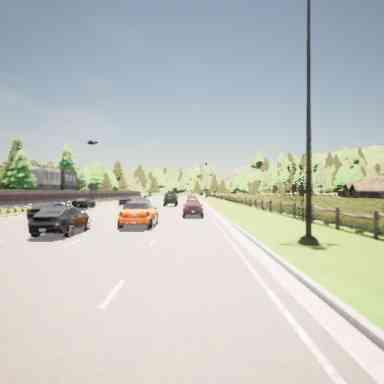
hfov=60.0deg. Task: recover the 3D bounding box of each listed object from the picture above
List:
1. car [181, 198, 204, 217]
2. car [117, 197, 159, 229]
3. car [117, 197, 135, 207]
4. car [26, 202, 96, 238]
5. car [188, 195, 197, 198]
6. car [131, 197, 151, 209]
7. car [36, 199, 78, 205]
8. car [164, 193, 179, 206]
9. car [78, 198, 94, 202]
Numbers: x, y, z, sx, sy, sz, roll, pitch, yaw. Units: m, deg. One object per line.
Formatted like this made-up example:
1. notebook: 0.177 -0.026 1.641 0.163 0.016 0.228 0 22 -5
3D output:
1. car: 0.093 1.536 31.254 1.812 1.442 4.674 0 0 0
2. car: -3.406 1.359 21.704 2.097 1.767 4.553 0 0 0
3. car: -10.409 1.521 52.841 1.837 1.490 4.892 0 0 0
4. car: -6.906 1.510 17.780 1.837 1.490 4.892 0 0 0
5. car: 0.088 1.370 56.716 2.097 1.767 4.553 0 0 0
6. car: -6.911 1.492 45.606 1.882 1.535 5.008 0 0 0
7. car: -10.407 1.512 24.607 1.837 1.490 4.892 0 0 0
8. car: -3.411 1.239 54.508 2.150 2.045 5.566 0 0 0
9. car: -13.907 1.491 42.930 1.882 1.535 5.008 0 0 0
